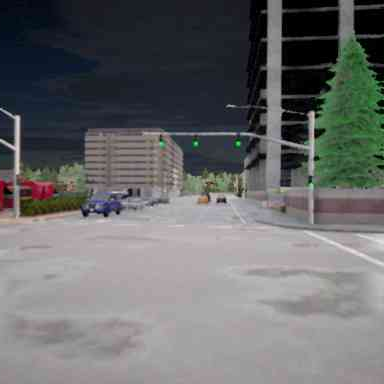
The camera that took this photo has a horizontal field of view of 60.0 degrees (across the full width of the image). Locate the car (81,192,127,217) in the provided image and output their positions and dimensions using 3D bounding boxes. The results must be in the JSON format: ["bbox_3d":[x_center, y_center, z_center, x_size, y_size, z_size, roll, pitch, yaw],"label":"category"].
[{"bbox_3d":[-8.033,1.135,30.194,2.150,2.045,5.566,0,0,5],"label":"car"}]

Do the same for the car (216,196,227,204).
[{"bbox_3d":[5.544,1.479,62.604,1.882,1.535,5.008,0,0,5],"label":"car"}]

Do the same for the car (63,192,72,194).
[{"bbox_3d":[-26.304,0.945,69.107,4.605,1.855,1.932,0,0,5],"label":"car"}]

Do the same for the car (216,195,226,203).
[{"bbox_3d":[6.442,1.526,72.849,2.128,1.511,4.902,0,0,5],"label":"car"}]

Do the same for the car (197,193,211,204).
[{"bbox_3d":[2.090,1.450,63.209,1.882,1.535,5.008,0,0,5],"label":"car"}]

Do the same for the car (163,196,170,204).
[{"bbox_3d":[-5.262,1.462,60.041,2.033,1.411,5.357,0,0,5],"label":"car"}]

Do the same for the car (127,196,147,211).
[{"bbox_3d":[-7.160,1.514,39.918,1.895,1.301,4.718,0,0,5],"label":"car"}]

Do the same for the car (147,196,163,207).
[{"bbox_3d":[-6.278,1.405,49.515,2.128,1.511,4.902,0,0,5],"label":"car"}]

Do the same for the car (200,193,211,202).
[{"bbox_3d":[2.991,1.198,73.530,2.150,2.045,5.566,0,0,5],"label":"car"}]
